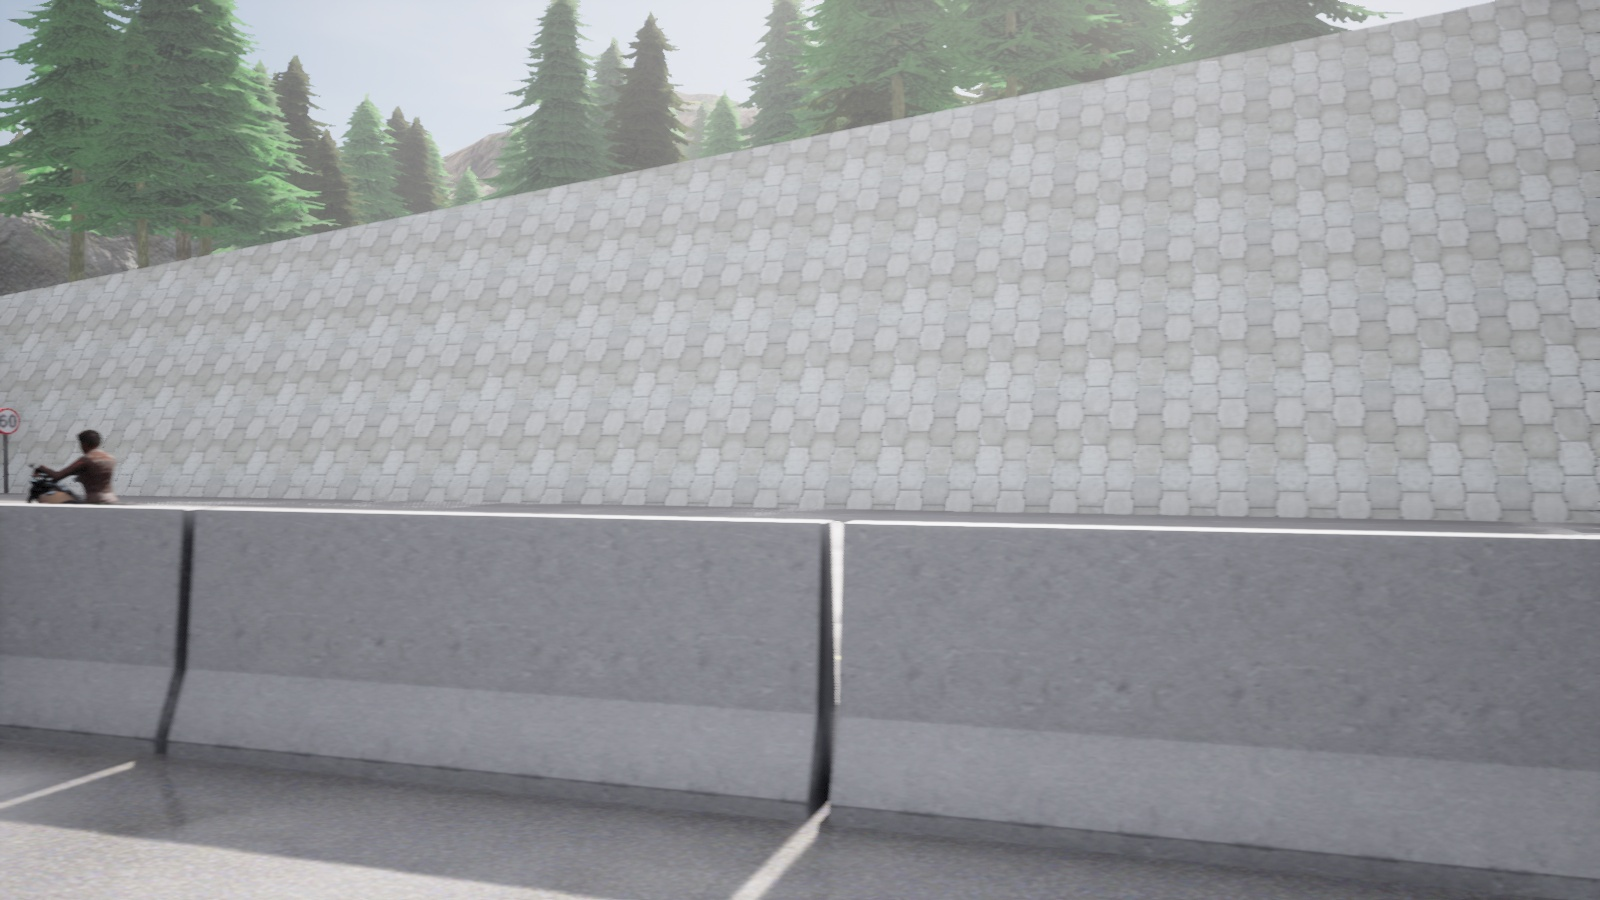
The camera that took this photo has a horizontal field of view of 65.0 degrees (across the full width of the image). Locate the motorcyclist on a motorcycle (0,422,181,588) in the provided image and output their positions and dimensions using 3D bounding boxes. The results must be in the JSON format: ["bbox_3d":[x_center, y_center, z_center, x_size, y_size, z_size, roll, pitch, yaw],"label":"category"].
[{"bbox_3d":[-7.733,0.537,13.179,2.350,1.649,0.766,0,1,19],"label":"motorcyclist on a motorcycle"}]
